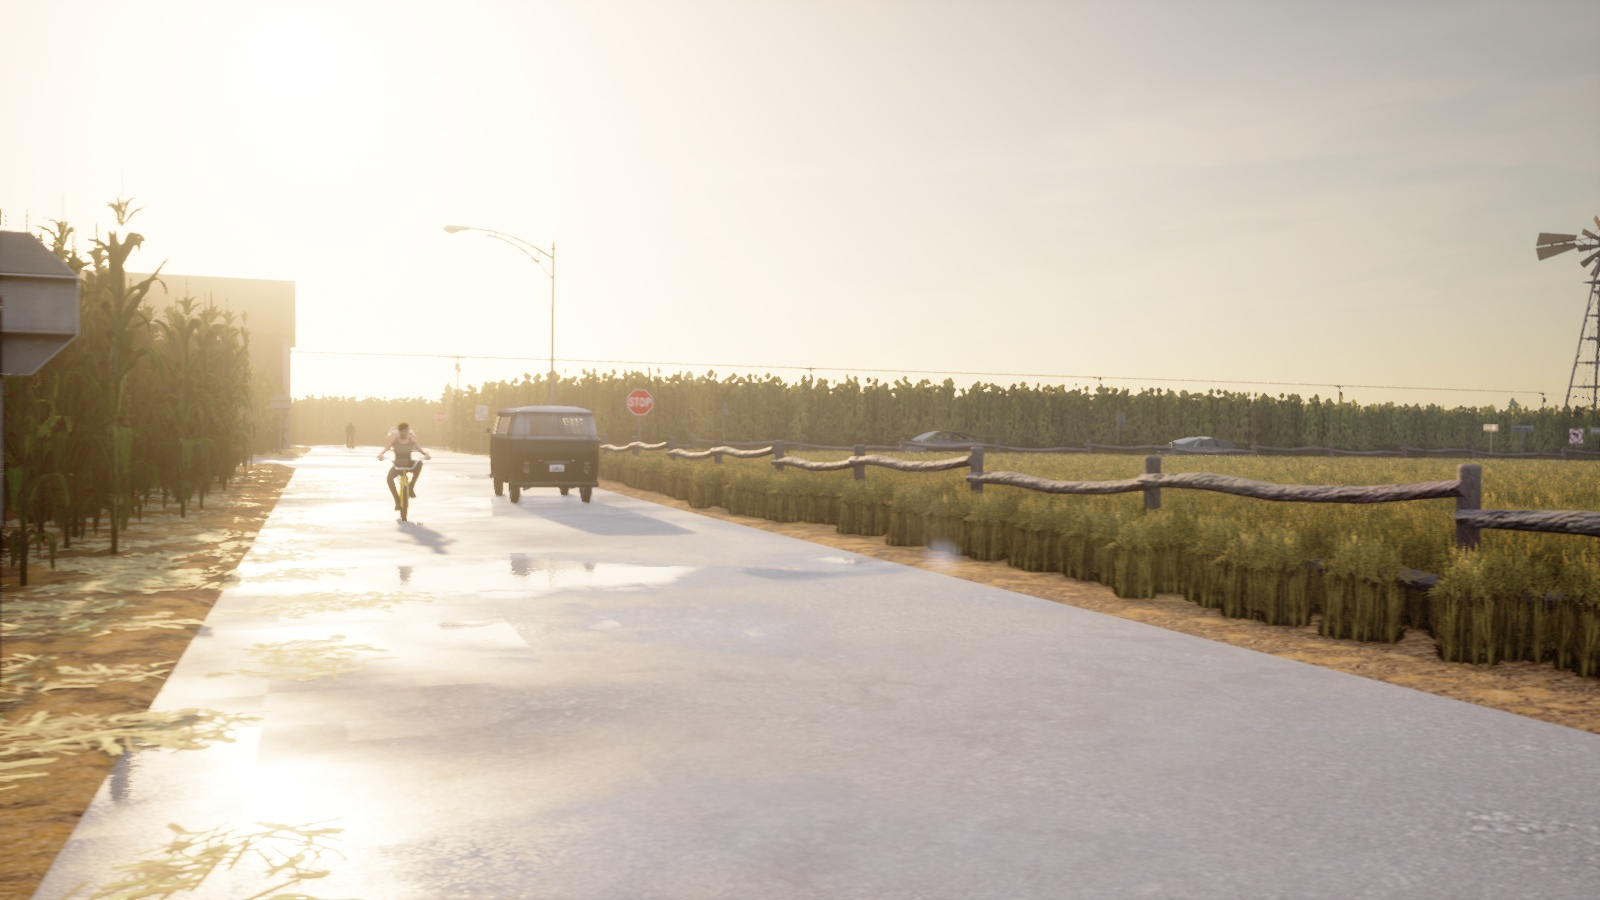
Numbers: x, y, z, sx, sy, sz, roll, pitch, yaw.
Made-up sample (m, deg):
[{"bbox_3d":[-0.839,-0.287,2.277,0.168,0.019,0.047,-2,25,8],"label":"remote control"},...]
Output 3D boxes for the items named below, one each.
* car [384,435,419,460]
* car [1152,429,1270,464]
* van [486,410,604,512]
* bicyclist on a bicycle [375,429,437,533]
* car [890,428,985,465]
[{"bbox_3d":[-24.545,-0.159,77.250,1.812,1.442,4.674,-1,1,-21],"label":"car"},{"bbox_3d":[18.187,-0.179,55.548,4.892,1.490,1.837,0,1,-20],"label":"car"},{"bbox_3d":[-5.535,0.166,26.840,1.775,1.987,4.442,-1,1,-21],"label":"van"},{"bbox_3d":[-6.419,0.472,20.425,0.866,1.612,1.509,-1,1,-20],"label":"bicyclist on a bicycle"},{"bbox_3d":[5.934,-0.176,54.294,3.705,1.549,1.789,0,1,-20],"label":"car"}]
